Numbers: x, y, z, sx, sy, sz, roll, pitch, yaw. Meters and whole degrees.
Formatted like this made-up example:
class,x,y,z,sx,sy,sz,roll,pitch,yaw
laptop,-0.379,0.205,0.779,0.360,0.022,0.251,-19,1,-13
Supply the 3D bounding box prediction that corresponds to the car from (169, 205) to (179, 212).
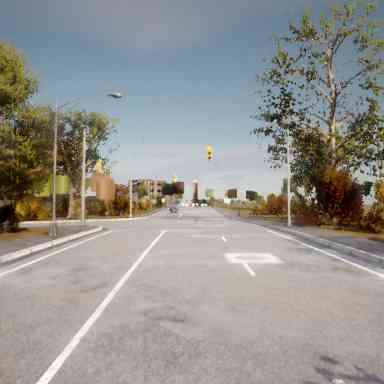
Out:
class,x,y,z,sx,sy,sz,roll,pitch,yaw
car,-3.710,3.427,70.046,1.882,1.535,5.008,0,-1,0
